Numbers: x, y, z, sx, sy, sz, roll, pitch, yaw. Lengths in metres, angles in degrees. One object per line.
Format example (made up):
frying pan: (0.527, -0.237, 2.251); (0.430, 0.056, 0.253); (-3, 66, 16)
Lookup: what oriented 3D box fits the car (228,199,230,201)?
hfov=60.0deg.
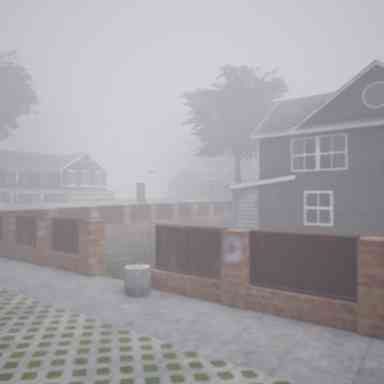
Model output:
car: (5.970, 1.699, 47.377); (2.097, 1.767, 4.553); (-1, -1, 36)
